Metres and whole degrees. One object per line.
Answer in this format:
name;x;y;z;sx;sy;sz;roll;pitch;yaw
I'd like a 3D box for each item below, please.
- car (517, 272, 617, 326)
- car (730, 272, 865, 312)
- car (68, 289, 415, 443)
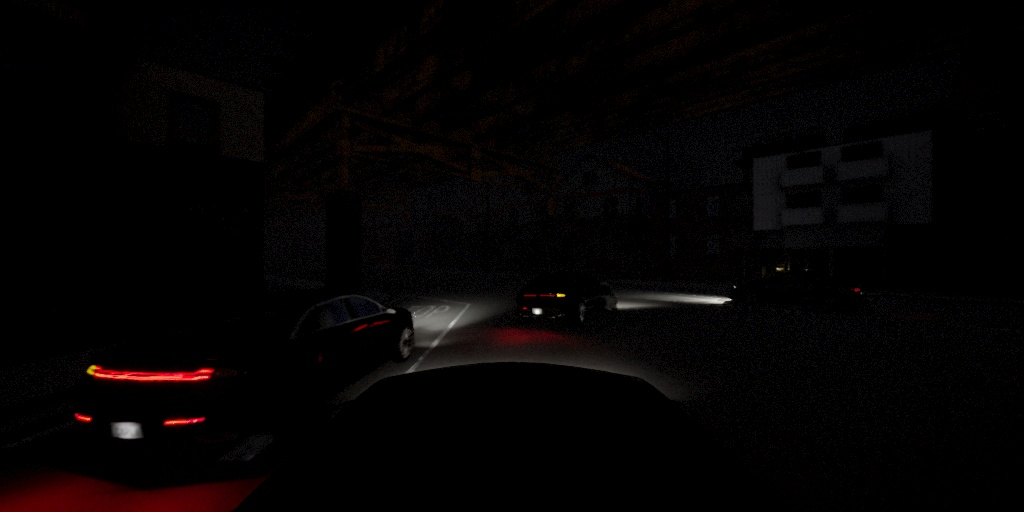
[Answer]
car;1.931;1.261;11.891;1.837;1.490;4.892;-3;-2;31
car;11.189;1.321;14.357;1.994;1.385;4.181;0;0;-45
car;-3.014;1.243;5.411;2.128;1.511;4.902;0;0;5
